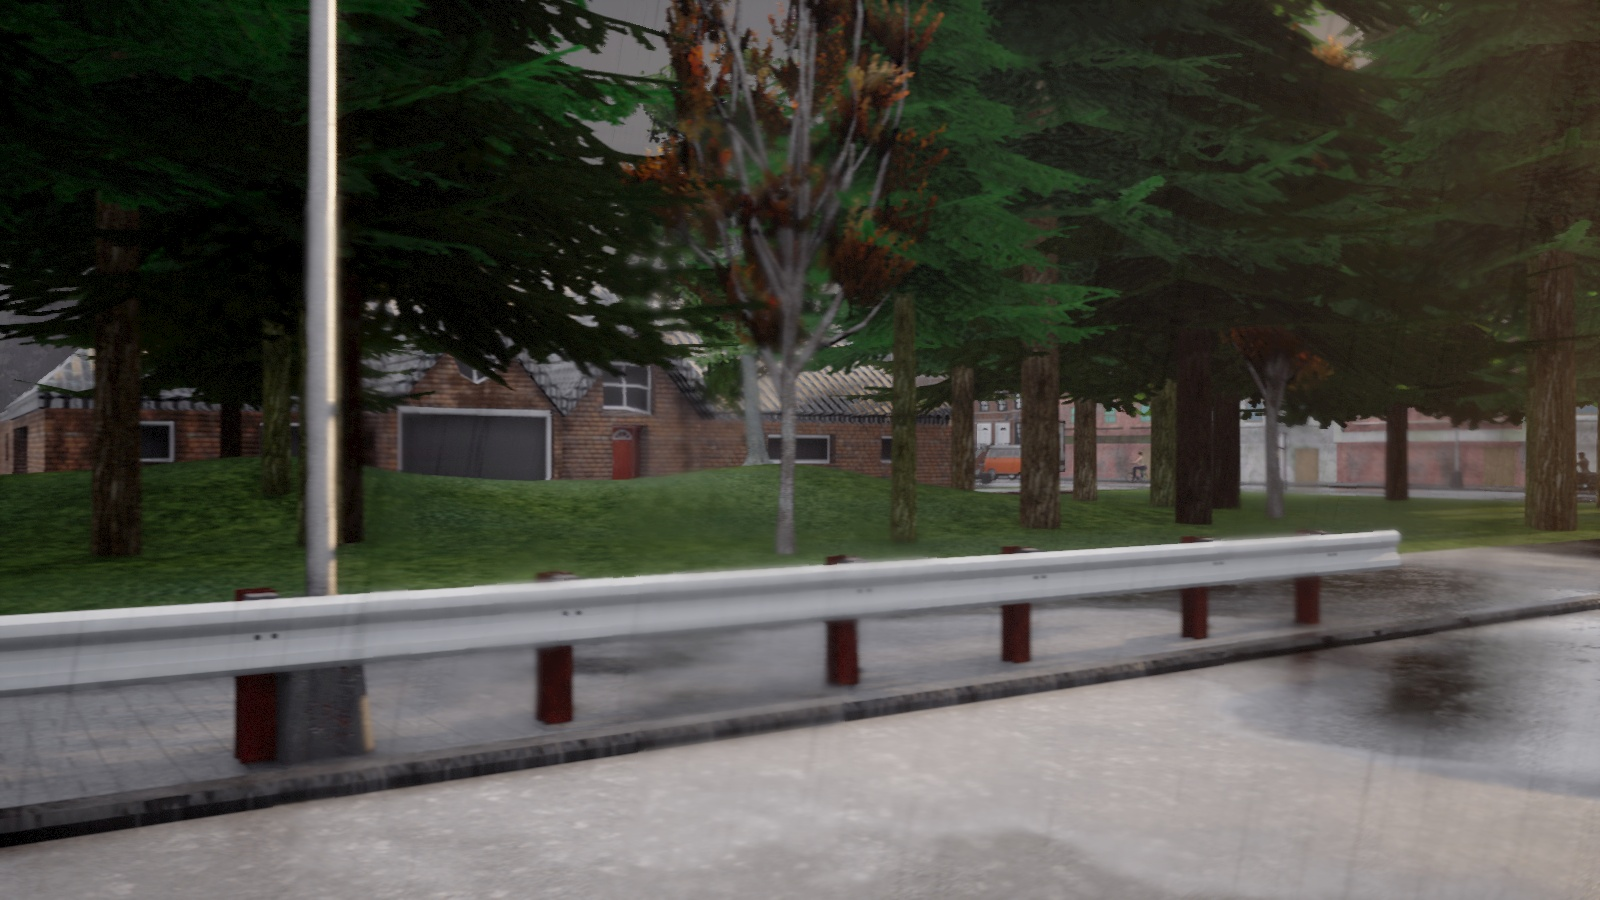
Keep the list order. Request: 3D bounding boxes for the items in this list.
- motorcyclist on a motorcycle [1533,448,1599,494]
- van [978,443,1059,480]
[{"bbox_3d":[28.300,0.745,46.021,0.766,1.649,2.350,0,0,-35],"label":"motorcyclist on a motorcycle"},{"bbox_3d":[12.071,0.640,69.617,1.775,1.987,4.442,0,0,-35],"label":"van"}]
